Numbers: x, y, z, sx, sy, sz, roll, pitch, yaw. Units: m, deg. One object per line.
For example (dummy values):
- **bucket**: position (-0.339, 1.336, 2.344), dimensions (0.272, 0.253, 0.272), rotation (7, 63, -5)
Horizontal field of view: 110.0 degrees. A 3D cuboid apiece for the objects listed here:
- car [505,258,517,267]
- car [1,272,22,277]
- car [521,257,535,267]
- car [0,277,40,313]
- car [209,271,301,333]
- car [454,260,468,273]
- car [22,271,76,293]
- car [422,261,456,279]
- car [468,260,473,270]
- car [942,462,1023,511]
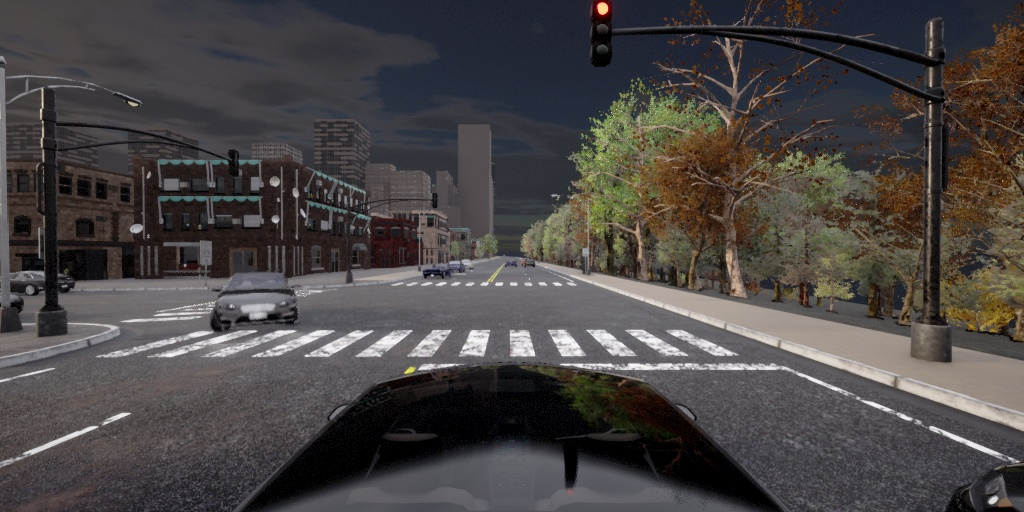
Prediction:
- **car**: position (-0.194, 1.078, 64.006), dimensions (2.097, 1.767, 4.553), rotation (0, 0, 0)
- **car**: position (-24.958, 1.576, 15.198), dimensions (5.357, 1.411, 2.033), rotation (-1, 1, 0)
- **car**: position (3.062, 1.231, 63.222), dimensions (1.837, 1.490, 4.892), rotation (0, 0, 0)
- **car**: position (-19.996, 1.565, 12.507), dimensions (4.313, 1.339, 1.948), rotation (0, 0, 0)
- **car**: position (-7.765, 1.245, 11.022), dimensions (2.128, 1.511, 4.902), rotation (0, 0, -35)
- **car**: position (-6.780, 1.261, 43.056), dimensions (1.812, 1.442, 4.674), rotation (0, 0, 0)
- **car**: position (-28.369, 1.560, 20.980), dimensions (4.403, 1.370, 2.007), rotation (0, 0, 0)
- **car**: position (-6.736, 1.341, 32.885), dimensions (1.895, 1.301, 4.718), rotation (0, 0, 2)
- **car**: position (-6.817, 1.257, 53.326), dimensions (1.812, 1.442, 4.674), rotation (0, 0, 0)
- **car**: position (3.363, 1.314, 0.183), dimensions (1.994, 1.385, 4.181), rotation (0, 0, -1)
